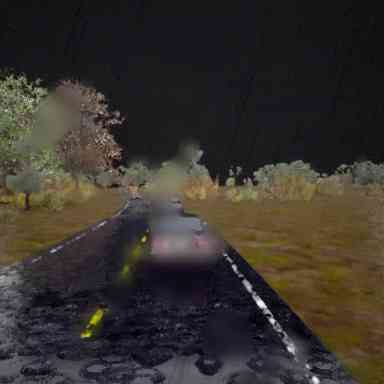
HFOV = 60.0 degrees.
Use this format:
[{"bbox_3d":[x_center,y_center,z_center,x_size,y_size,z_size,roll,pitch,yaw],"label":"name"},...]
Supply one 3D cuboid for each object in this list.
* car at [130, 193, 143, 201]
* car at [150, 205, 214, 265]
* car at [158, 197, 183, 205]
[{"bbox_3d":[-9.543,0.854,57.101,1.994,1.385,4.181,0,1,-11],"label":"car"},{"bbox_3d":[-0.387,1.407,11.141,2.033,1.411,5.357,0,1,-3],"label":"car"},{"bbox_3d":[-1.789,1.137,28.307,2.128,1.511,4.902,0,1,-6],"label":"car"}]
